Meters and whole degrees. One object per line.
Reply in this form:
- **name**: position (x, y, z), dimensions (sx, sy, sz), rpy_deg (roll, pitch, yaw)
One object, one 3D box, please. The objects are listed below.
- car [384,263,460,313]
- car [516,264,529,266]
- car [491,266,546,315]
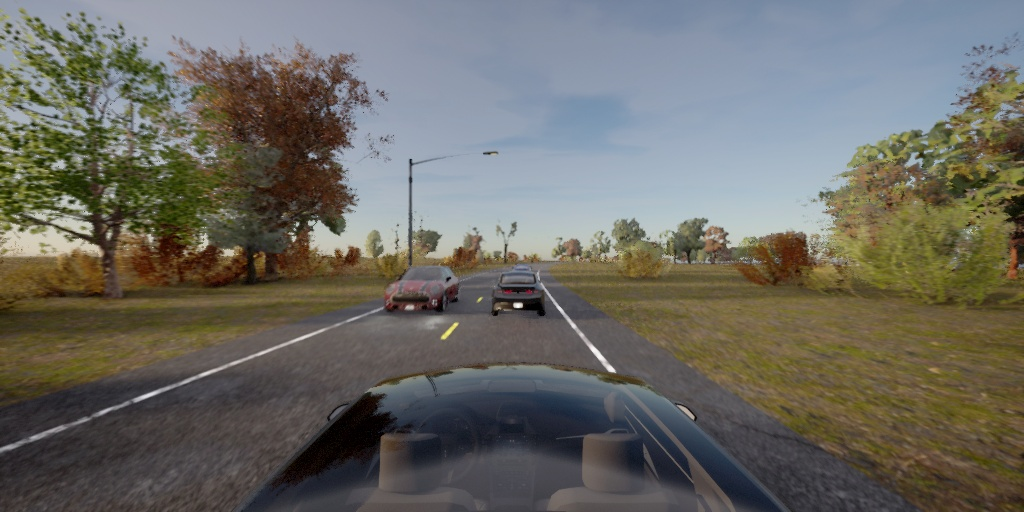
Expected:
- **car**: position (-3.432, 1.179, 14.468), dimensions (2.097, 1.767, 4.553), rpy_deg (0, 0, 1)
- **car**: position (0.973, 1.481, 33.997), dimensions (1.812, 1.442, 4.674), rpy_deg (0, 0, 3)
- **car**: position (0.244, 1.335, 13.958), dimensions (1.837, 1.490, 4.892), rpy_deg (0, 0, 1)
